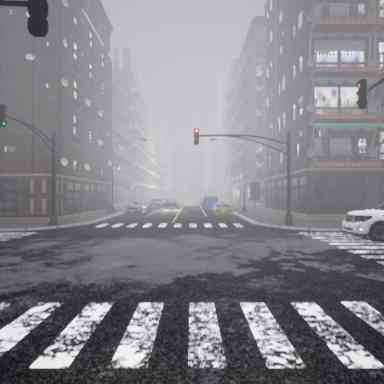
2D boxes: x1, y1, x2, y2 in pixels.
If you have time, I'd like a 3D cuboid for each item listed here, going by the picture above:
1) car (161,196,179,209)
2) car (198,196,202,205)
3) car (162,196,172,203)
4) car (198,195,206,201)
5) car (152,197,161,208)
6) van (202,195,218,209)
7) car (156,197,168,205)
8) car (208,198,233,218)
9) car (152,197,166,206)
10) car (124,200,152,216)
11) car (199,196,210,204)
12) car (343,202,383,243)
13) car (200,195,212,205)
[{"bbox_3d":[-2.809,1.598,46.005,1.895,1.301,4.718,0,0,0],"label":"car"},{"bbox_3d":[2.514,1.323,49.649,2.192,1.841,5.009,1,0,0],"label":"car"},{"bbox_3d":[-5.398,1.579,72.212,2.008,1.369,4.403,1,0,0],"label":"car"},{"bbox_3d":[2.467,1.588,83.586,1.887,1.381,4.507,1,0,0],"label":"car"},{"bbox_3d":[-5.370,1.590,49.581,1.802,1.307,4.206,1,0,0],"label":"car"},{"bbox_3d":[2.553,1.346,43.996,1.690,1.788,3.998,1,0,0],"label":"van"},{"bbox_3d":[-5.384,1.599,60.896,1.802,1.307,4.206,1,0,0],"label":"car"},{"bbox_3d":[2.666,1.523,30.162,1.752,1.417,4.829,1,0,0],"label":"car"},{"bbox_3d":[-5.376,1.538,55.069,1.752,1.417,4.829,1,0,0],"label":"car"},{"bbox_3d":[-5.477,1.550,32.607,2.008,1.369,4.403,1,0,0],"label":"car"},{"bbox_3d":[2.489,1.573,66.618,2.008,1.369,4.403,1,0,0],"label":"car"},{"bbox_3d":[10.087,1.215,15.492,5.566,2.045,2.150,0,-1,5],"label":"car"},{"bbox_3d":[2.498,1.457,60.961,1.967,1.590,4.097,1,0,0],"label":"car"}]
